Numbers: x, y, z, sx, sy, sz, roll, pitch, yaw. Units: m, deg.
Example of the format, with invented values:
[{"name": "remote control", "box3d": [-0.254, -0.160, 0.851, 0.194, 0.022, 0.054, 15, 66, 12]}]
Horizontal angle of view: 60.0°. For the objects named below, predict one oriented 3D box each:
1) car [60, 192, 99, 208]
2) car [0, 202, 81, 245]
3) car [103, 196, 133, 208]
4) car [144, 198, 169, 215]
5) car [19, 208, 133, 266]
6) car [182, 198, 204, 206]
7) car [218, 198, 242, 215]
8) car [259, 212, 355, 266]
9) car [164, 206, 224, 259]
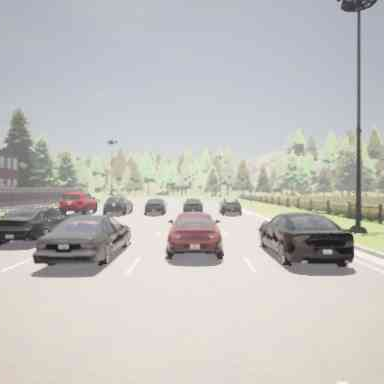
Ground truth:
[{"name": "car", "box3d": [-10.404, 1.053, 30.906, 2.150, 2.045, 5.566, 0, 1, 0]}, {"name": "car", "box3d": [-6.901, 1.422, 15.015, 1.837, 1.490, 4.892, 0, 1, 0]}, {"name": "car", "box3d": [-6.904, 1.178, 31.509, 2.097, 1.767, 4.553, 0, 0, 0]}, {"name": "car", "box3d": [-3.403, 1.331, 31.855, 1.837, 1.490, 4.892, 0, 1, 0]}, {"name": "car", "box3d": [-3.401, 1.485, 11.315, 2.033, 1.411, 5.357, 0, 0, 0]}, {"name": "car", "box3d": [0.098, 1.331, 31.860, 1.837, 1.490, 4.892, 0, 1, 0]}, {"name": "car", "box3d": [3.597, 1.318, 31.848, 2.128, 1.511, 4.902, 0, 0, 0]}, {"name": "car", "box3d": [3.600, 1.415, 11.298, 1.882, 1.535, 5.008, 0, 0, 0]}, {"name": "car", "box3d": [0.087, 1.458, 12.232, 1.812, 1.442, 4.674, 0, 0, 0]}]
